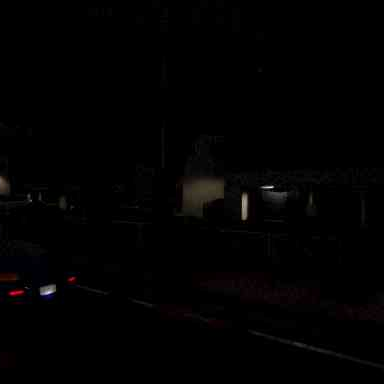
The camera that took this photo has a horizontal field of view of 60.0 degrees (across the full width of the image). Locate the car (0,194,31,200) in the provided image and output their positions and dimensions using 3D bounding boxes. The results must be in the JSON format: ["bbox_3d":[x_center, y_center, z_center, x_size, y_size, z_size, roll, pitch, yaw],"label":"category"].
[{"bbox_3d":[-17.590,1.221,30.566,2.150,2.045,5.566,0,0,36],"label":"car"}]

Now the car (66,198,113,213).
[{"bbox_3d":[-11.813,1.491,38.643,2.128,1.511,4.902,0,0,36],"label":"car"}]

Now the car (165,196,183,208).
[{"bbox_3d":[-1.486,1.503,47.091,1.837,1.490,4.892,0,0,36],"label":"car"}]

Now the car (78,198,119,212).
[{"bbox_3d":[-9.833,1.564,35.395,1.994,1.385,4.181,0,0,35],"label":"car"}]

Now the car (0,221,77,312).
[{"bbox_3d":[-4.363,1.526,7.084,4.674,1.442,1.812,0,0,35],"label":"car"}]

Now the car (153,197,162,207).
[{"bbox_3d":[-3.781,1.352,49.885,2.097,1.767,4.553,0,0,37],"label":"car"}]

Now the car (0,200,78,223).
[{"bbox_3d":[-10.503,1.504,22.398,1.837,1.490,4.892,-2,-1,34],"label":"car"}]
